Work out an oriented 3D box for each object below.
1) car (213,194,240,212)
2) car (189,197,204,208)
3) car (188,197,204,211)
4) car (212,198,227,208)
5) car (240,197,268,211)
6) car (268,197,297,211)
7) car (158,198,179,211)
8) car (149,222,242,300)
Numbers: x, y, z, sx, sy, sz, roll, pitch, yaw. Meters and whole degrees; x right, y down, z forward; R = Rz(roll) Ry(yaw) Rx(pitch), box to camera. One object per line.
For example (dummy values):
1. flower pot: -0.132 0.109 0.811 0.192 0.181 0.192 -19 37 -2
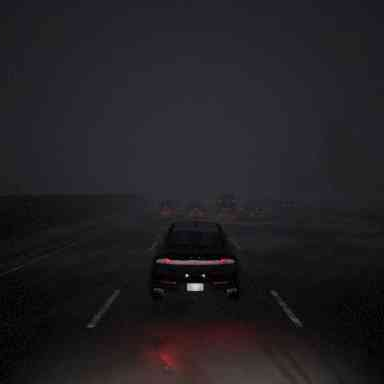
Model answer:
1. car: 3.981 1.220 39.809 2.150 2.045 5.566 0 0 1
2. car: 0.601 1.489 49.409 2.128 1.511 4.902 0 0 1
3. car: 0.487 1.599 40.269 1.895 1.301 4.718 0 0 1
4. car: 4.101 1.599 49.395 1.895 1.301 4.718 0 0 1
5. car: 7.491 1.599 40.599 1.895 1.301 4.718 0 0 1
6. car: 10.980 1.546 39.692 2.033 1.411 5.357 0 0 1
7. car: -3.008 1.503 40.700 1.837 1.490 4.892 0 0 1
8. car: 0.089 1.492 8.379 2.128 1.511 4.902 0 0 1
